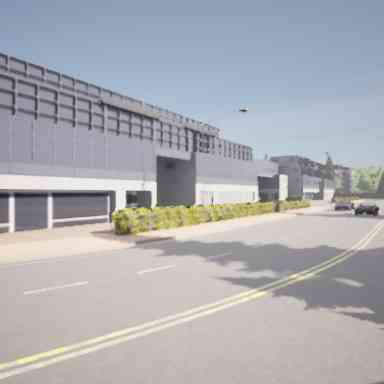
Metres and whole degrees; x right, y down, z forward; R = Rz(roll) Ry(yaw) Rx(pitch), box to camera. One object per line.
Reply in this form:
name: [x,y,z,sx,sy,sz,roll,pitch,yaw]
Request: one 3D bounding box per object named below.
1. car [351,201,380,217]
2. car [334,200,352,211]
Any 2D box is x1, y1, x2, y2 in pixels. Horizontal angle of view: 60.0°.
car: [17.331,1.705,32.872,1.895,1.301,4.718,0,0,34]
car: [19.729,1.696,42.763,2.033,1.411,5.357,0,0,34]
